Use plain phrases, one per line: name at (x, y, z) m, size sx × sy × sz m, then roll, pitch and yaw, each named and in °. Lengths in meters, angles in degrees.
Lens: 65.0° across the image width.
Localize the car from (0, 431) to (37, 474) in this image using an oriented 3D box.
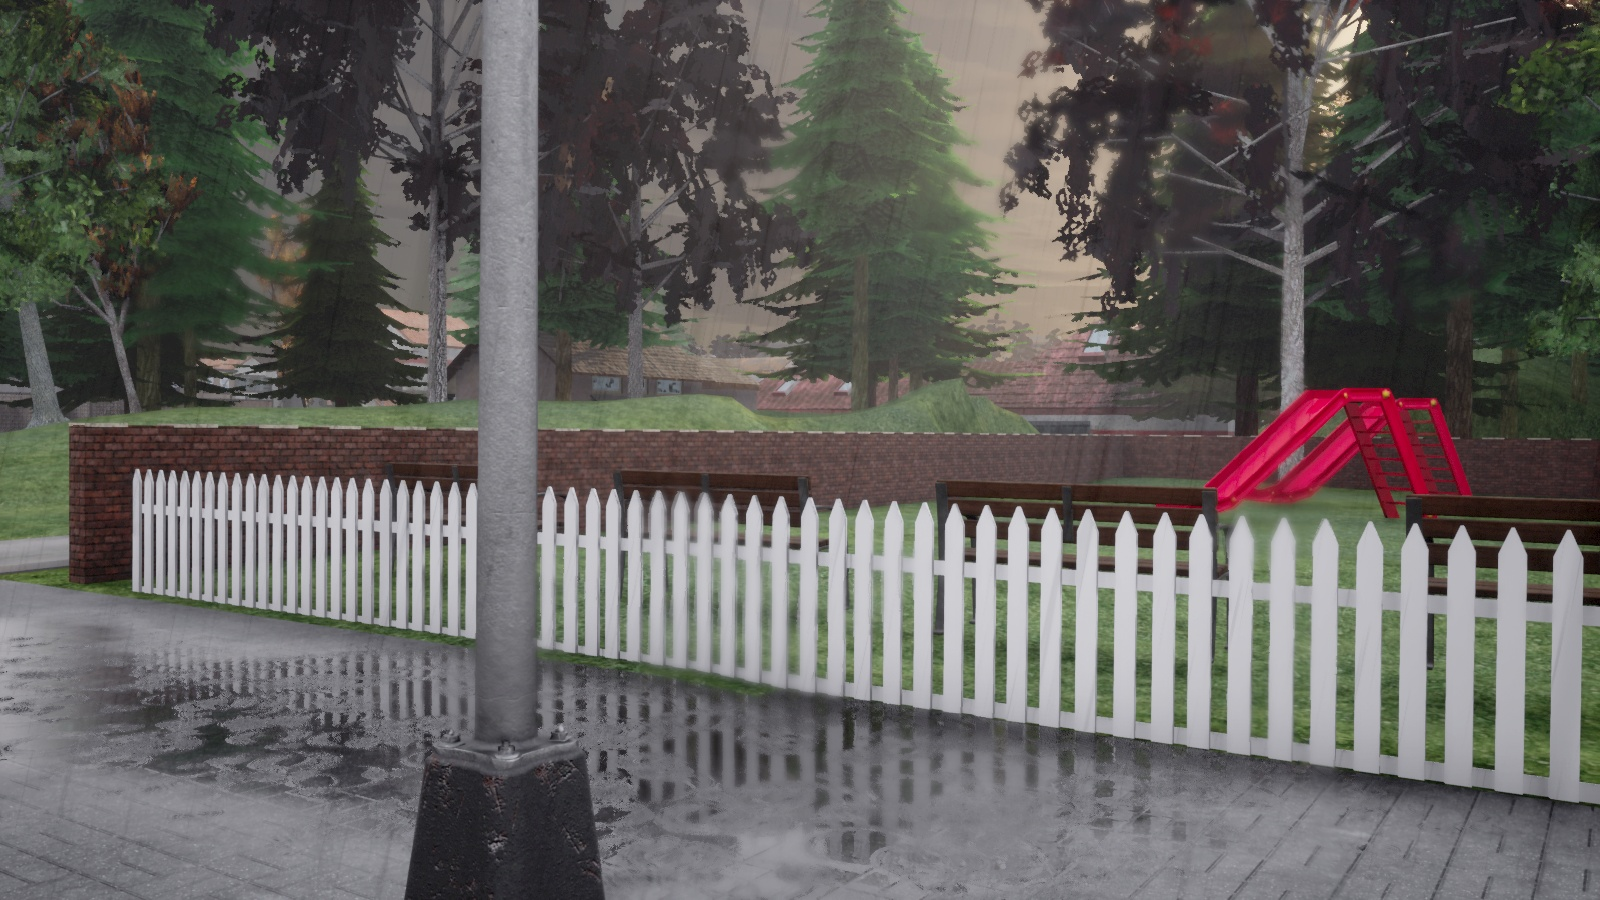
car at (-36.313, 0.128, 54.899) m, size 1.932 × 1.855 × 4.605 m, roll 0°, pitch 1°, yaw 34°
